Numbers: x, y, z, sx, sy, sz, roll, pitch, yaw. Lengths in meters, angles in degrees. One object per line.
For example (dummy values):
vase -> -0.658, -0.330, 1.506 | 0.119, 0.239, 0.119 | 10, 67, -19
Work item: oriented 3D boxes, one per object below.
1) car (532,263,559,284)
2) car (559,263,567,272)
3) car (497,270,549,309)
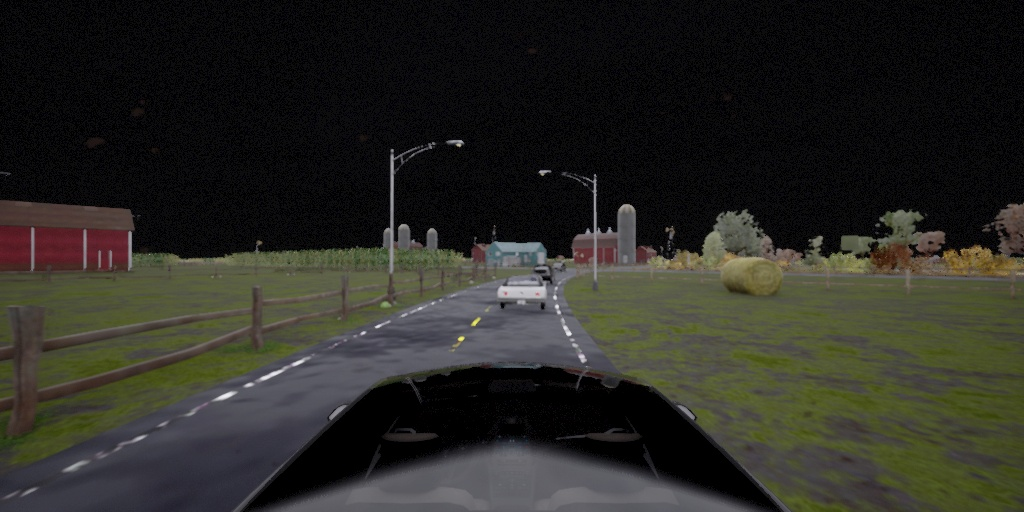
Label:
car -> 2.702, 1.535, 30.651 | 1.837, 1.490, 4.892 | 0, 0, 11
car -> 7.367, 1.806, 56.490 | 1.837, 1.490, 4.892 | 0, -1, 21
car -> 0.565, 1.482, 15.753 | 1.895, 1.301, 4.718 | 0, 0, 5
